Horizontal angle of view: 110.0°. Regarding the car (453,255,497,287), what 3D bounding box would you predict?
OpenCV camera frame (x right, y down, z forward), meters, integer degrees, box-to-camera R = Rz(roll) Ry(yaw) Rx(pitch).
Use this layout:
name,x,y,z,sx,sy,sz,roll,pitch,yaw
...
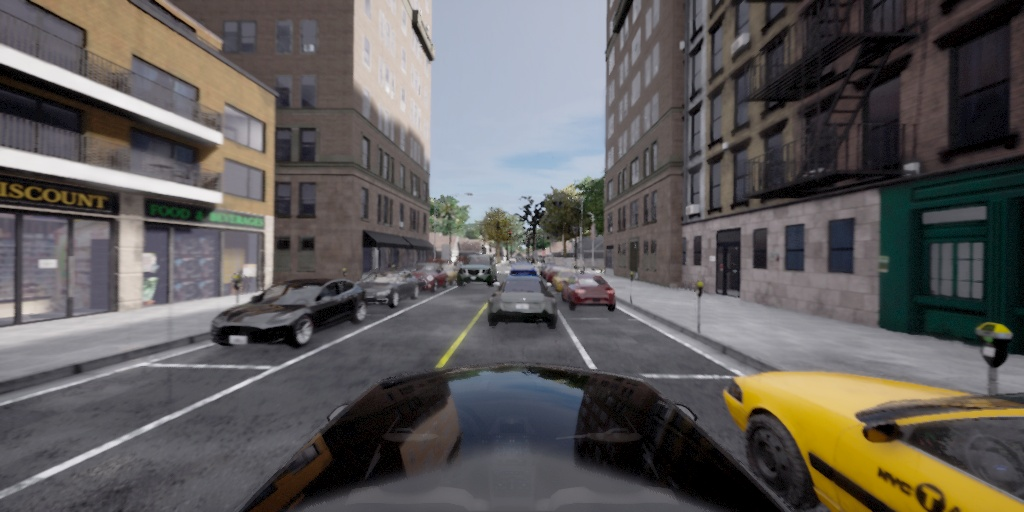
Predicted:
name,x,y,z,sx,sy,sz,roll,pitch,yaw
car,-2.204,0.942,24.089,2.150,2.045,5.566,1,0,2

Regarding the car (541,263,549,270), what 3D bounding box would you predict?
name,x,y,z,sx,sy,sz,roll,pitch,yaw
car,3.312,1.329,25.417,1.888,1.381,4.507,0,0,2

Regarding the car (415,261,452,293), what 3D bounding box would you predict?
name,x,y,z,sx,sy,sz,roll,pitch,yaw
car,-4.883,1.129,20.152,1.967,1.591,4.097,0,0,2

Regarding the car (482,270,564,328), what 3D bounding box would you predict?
name,x,y,z,sx,sy,sz,roll,pitch,yaw
car,0.337,1.311,11.457,1.994,1.385,4.181,1,0,2

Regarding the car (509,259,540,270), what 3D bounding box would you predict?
name,x,y,z,sx,sy,sz,roll,pitch,yaw
car,0.783,1.232,25.492,1.882,1.535,5.008,1,0,2

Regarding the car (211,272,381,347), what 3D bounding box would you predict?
name,x,y,z,sx,sy,sz,roll,pitch,yaw
car,-5.233,1.252,9.121,1.948,1.339,4.313,0,0,2

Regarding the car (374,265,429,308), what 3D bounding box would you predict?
name,x,y,z,sx,sy,sz,roll,pitch,yaw
car,-5.058,1.237,14.637,2.007,1.370,4.403,0,0,2

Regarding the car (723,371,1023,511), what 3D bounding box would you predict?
name,x,y,z,sx,sy,sz,roll,pitch,yaw
car,2.946,1.241,1.347,1.801,1.575,5.366,1,0,2

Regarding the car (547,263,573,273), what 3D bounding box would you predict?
name,x,y,z,sx,sy,sz,roll,pitch,yaw
car,3.143,1.307,20.071,1.751,1.417,4.829,0,0,2

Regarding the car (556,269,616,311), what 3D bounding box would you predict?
name,x,y,z,sx,sy,sz,roll,pitch,yaw
car,2.963,1.361,14.386,1.802,1.307,4.207,0,0,2
